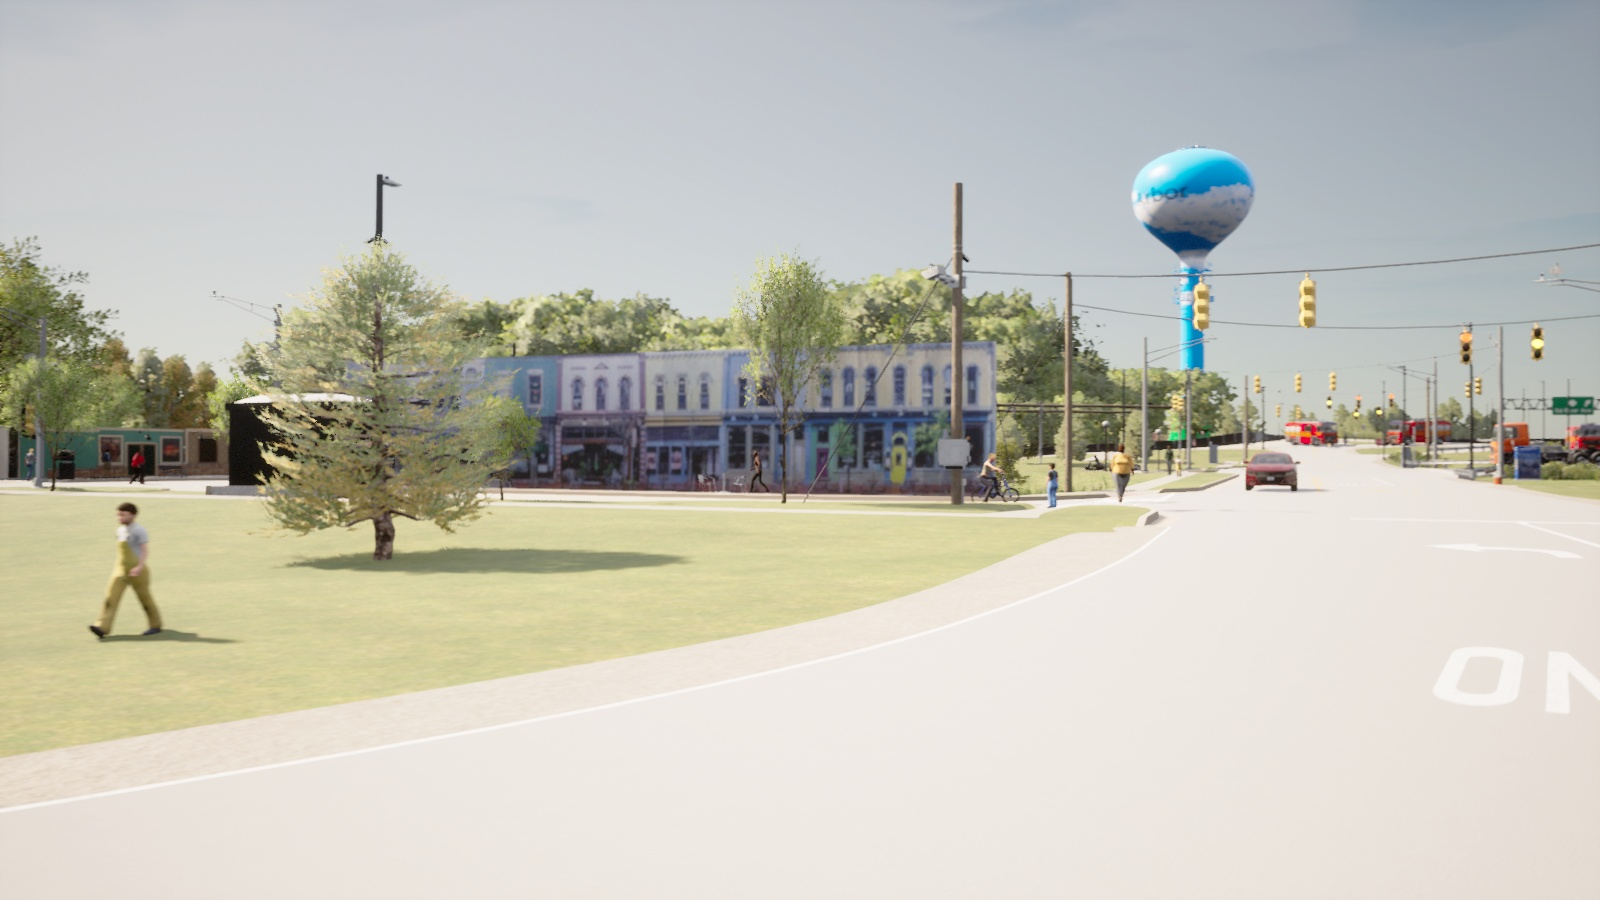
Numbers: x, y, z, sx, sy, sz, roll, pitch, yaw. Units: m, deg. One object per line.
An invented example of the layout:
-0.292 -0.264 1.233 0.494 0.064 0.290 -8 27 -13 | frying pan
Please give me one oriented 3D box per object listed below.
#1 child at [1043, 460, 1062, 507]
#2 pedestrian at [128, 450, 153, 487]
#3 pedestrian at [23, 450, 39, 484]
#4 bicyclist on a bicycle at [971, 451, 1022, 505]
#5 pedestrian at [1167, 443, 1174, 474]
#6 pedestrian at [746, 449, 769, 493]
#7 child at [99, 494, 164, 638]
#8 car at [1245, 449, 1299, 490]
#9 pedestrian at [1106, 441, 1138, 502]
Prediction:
6.839 0.895 33.988 0.270 1.263 0.437 1 -1 -30 | child
-33.438 0.932 63.689 0.899 1.844 0.634 0 -1 16 | pedestrian
-42.653 0.939 69.697 0.354 1.836 0.706 0 -1 11 | pedestrian
6.067 0.870 38.854 1.509 1.612 0.866 -1 -1 8 | bicyclist on a bicycle
21.860 0.511 74.097 0.353 1.847 0.614 0 -1 20 | pedestrian
-1.753 0.857 51.296 0.869 1.805 0.328 0 -1 16 | pedestrian
-6.019 1.031 11.313 0.270 1.263 0.437 0 -1 20 | child
18.654 0.745 49.504 1.882 1.535 5.008 0 0 22 | car
9.968 0.669 38.913 0.874 1.855 0.900 0 -1 8 | pedestrian
